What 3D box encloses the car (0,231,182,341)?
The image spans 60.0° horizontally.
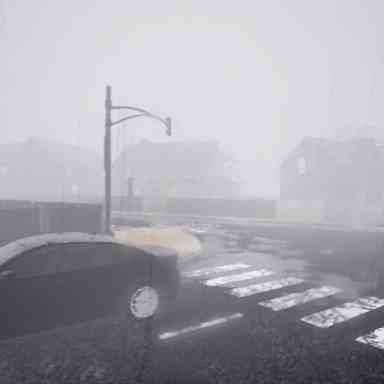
[{"bbox_3d":[-2.532,1.494,5.748,5.008,1.535,1.882,1,0,-35],"label":"car"}]

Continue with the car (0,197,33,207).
[{"bbox_3d":[-13.178,1.071,23.129,5.357,1.411,2.033,1,0,19],"label":"car"}]
